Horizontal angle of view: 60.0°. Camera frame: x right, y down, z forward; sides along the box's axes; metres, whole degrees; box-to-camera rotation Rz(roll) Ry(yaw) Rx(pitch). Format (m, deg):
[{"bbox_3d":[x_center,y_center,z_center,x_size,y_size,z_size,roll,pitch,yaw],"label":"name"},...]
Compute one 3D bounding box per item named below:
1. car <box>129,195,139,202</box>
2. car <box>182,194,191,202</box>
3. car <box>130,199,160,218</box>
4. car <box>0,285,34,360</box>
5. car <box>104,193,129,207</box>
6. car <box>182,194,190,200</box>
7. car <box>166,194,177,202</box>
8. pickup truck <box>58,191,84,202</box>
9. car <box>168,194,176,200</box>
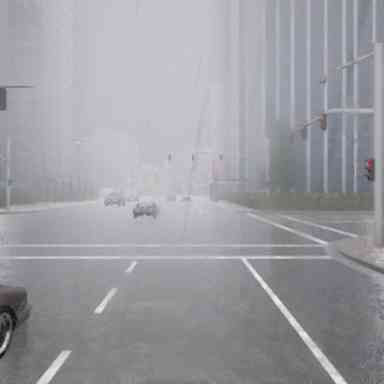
[{"bbox_3d":[-11.659,1.361,66.282,2.128,1.511,4.902,0,0,-1],"label":"car"},{"bbox_3d":[-1.256,1.359,72.900,1.812,1.442,4.674,0,0,-1],"label":"car"},{"bbox_3d":[-3.883,1.538,29.027,1.895,1.301,4.718,0,0,-1],"label":"car"},{"bbox_3d":[-3.437,1.541,2.777,2.033,1.411,5.357,0,0,0],"label":"car"},{"bbox_3d":[-11.439,1.115,49.702,2.150,2.045,5.566,0,0,0],"label":"car"},{"bbox_3d":[-1.419,1.207,83.150,1.882,1.535,5.008,0,0,-1],"label":"car"},{"bbox_3d":[-4.750,1.375,72.480,2.033,1.411,5.357,0,0,-1],"label":"car"},{"bbox_3d":[-24.793,0.912,67.421,2.390,2.098,6.274,0,0,30],"label":"pickup truck"},{"bbox_3d":[-4.918,1.229,83.096,1.837,1.490,4.892,0,0,-1],"label":"car"}]
